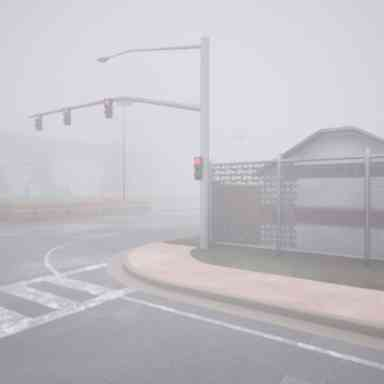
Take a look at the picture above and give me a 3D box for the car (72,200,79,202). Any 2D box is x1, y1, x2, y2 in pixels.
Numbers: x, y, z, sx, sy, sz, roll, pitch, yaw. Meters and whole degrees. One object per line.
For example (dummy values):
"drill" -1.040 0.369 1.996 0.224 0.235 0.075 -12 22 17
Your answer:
"car" -13.653 1.375 43.844 1.882 1.535 5.008 0 0 34

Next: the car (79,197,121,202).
"car" -11.038 1.385 41.459 1.882 1.535 5.008 0 0 34
